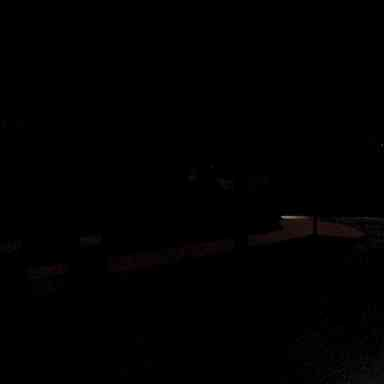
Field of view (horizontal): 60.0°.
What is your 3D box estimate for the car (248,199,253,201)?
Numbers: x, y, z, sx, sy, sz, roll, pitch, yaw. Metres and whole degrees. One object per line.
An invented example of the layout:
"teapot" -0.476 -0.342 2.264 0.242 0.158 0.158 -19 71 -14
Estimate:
"car" 4.895 1.348 29.594 4.892 1.490 1.837 0 0 42
